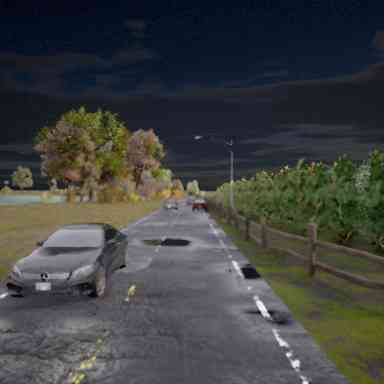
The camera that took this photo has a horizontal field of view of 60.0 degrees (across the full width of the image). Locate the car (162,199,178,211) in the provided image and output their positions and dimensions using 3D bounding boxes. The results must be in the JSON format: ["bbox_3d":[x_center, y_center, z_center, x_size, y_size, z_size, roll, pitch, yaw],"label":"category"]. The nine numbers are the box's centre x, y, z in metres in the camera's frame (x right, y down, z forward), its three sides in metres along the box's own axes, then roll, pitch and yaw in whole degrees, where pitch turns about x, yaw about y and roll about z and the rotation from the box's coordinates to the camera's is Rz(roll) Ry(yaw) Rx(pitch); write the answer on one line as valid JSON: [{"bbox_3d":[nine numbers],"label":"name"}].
[{"bbox_3d":[-2.849,1.668,44.258,2.128,1.511,4.902,0,0,0],"label":"car"}]

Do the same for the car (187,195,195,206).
[{"bbox_3d":[-0.026,1.736,60.512,2.128,1.511,4.902,0,0,0],"label":"car"}]

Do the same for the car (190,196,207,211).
[{"bbox_3d":[0.944,1.646,42.604,1.882,1.535,5.008,0,0,0],"label":"car"}]

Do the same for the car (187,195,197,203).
[{"bbox_3d":[-0.029,1.511,74.325,2.097,1.767,4.553,0,0,0],"label":"car"}]

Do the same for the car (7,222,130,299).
[{"bbox_3d":[-2.839,1.559,8.694,1.812,1.442,4.674,0,0,0],"label":"car"}]
